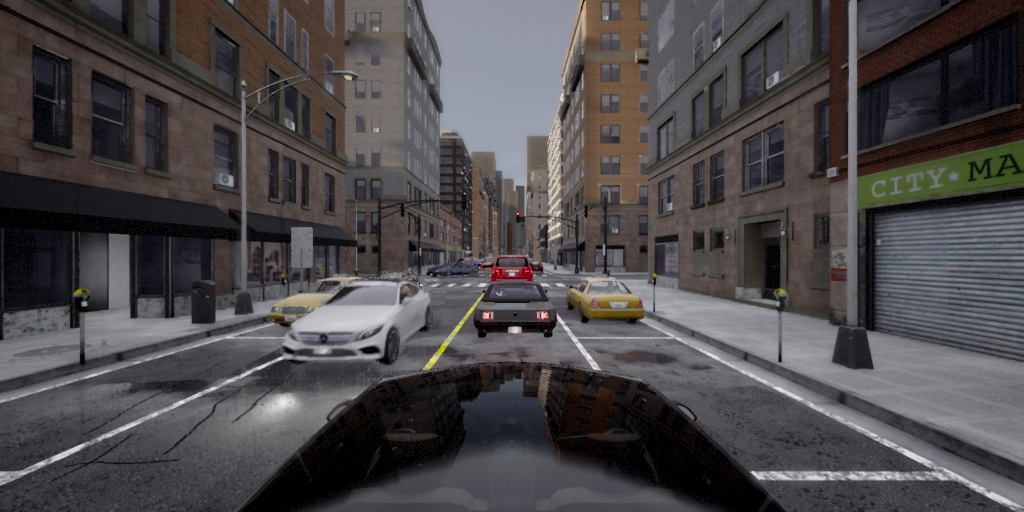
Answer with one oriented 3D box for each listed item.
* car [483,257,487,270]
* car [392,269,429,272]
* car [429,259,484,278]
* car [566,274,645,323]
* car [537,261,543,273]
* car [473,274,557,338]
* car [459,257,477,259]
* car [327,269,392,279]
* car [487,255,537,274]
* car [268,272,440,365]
[{"bbox_3d":[-3.089,1.110,48.614,2.097,1.767,4.553,0,0,0],"label":"car"},{"bbox_3d":[-5.665,1.299,17.284,2.007,1.370,4.403,0,0,0],"label":"car"},{"bbox_3d":[-5.541,1.299,34.414,2.033,1.411,5.357,0,0,41],"label":"car"},{"bbox_3d":[2.859,1.274,11.927,1.751,1.417,4.829,0,0,0],"label":"car"},{"bbox_3d":[2.865,1.301,44.056,1.888,1.381,4.507,0,0,0],"label":"car"},{"bbox_3d":[0.083,1.350,10.166,1.895,1.301,4.718,0,0,0],"label":"car"},{"bbox_3d":[-5.660,1.071,44.058,2.192,1.841,5.009,0,0,0],"label":"car"},{"bbox_3d":[-5.666,1.274,11.589,1.751,1.417,4.829,0,0,0],"label":"car"},{"bbox_3d":[0.004,0.971,19.936,2.150,2.045,5.566,0,0,0],"label":"car"},{"bbox_3d":[-3.100,1.275,8.196,1.812,1.442,4.674,0,0,0],"label":"car"}]
